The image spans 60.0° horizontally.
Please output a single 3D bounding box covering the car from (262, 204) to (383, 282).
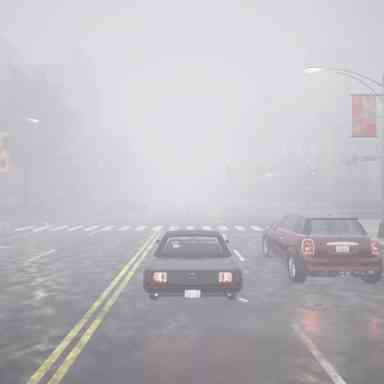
[{"bbox_3d":[3.507,1.352,9.873,2.097,1.767,4.553,0,0,0],"label":"car"}]

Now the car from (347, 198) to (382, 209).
[{"bbox_3d":[22.619,1.564,42.458,4.181,1.385,1.994,0,0,0],"label":"car"}]

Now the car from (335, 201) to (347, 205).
[{"bbox_3d":[22.699,1.547,45.958,5.357,1.411,2.033,0,0,0],"label":"car"}]

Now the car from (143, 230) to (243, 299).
[{"bbox_3d":[0.015,1.601,8.393,1.895,1.301,4.718,0,0,0],"label":"car"}]

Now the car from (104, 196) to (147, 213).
[{"bbox_3d":[-7.435,1.505,37.654,4.892,1.490,1.837,0,2,-35],"label":"car"}]
